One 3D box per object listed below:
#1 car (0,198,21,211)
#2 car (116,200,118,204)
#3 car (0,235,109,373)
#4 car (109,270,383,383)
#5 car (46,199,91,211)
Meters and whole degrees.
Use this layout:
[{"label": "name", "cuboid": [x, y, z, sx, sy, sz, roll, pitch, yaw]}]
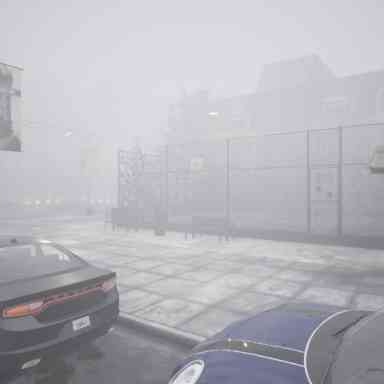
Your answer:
[{"label": "car", "cuboid": [-22.271, 1.478, 38.002, 1.882, 1.535, 5.008, 0, 0, 36]}, {"label": "car", "cuboid": [-10.293, 1.507, 54.991, 1.837, 1.490, 4.892, 0, -1, 35]}, {"label": "car", "cuboid": [-3.394, 1.480, 5.556, 5.008, 1.535, 2.097, 0, 0, 35]}, {"label": "car", "cuboid": [1.917, 1.354, 1.937, 4.553, 1.767, 2.185, 0, 0, 35]}, {"label": "car", "cuboid": [-15.365, 1.547, 41.723, 2.033, 1.411, 5.357, 0, 0, 35]}]
